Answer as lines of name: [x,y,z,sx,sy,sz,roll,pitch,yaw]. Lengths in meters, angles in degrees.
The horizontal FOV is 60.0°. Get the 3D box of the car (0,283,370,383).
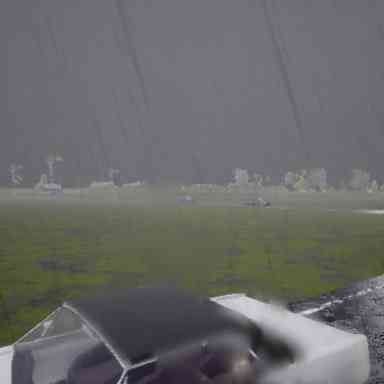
car: [-0.675,1.600,2.595,4.718,1.301,1.895,0,0,-36]

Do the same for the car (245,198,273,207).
car: [9.942,1.520,49.594,1.994,1.385,4.181,-1,0,-37]

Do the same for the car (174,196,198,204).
car: [-1.201,1.563,63.802,2.033,1.411,5.357,-1,0,-41]
